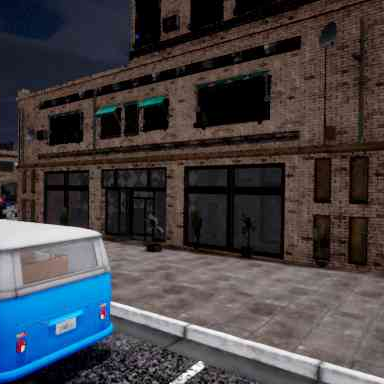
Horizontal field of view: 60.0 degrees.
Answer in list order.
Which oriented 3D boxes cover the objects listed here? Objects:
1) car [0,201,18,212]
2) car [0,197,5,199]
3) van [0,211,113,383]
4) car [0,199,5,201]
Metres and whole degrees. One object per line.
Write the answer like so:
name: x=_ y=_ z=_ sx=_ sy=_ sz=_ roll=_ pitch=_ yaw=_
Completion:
car: x=-16.118 y=1.807 z=31.264 sx=1.947 sy=1.339 sz=4.313 roll=0 pitch=0 yaw=36
car: x=-22.870 y=1.428 z=36.223 sx=2.192 sy=1.841 sz=5.009 roll=0 pitch=0 yaw=36
van: x=-2.990 y=1.342 z=4.993 sx=3.998 sy=1.788 sz=1.690 roll=0 pitch=1 yaw=36
car: x=-17.739 y=1.735 z=33.420 sx=1.812 sy=1.442 sz=4.674 roll=1 pitch=0 yaw=36
